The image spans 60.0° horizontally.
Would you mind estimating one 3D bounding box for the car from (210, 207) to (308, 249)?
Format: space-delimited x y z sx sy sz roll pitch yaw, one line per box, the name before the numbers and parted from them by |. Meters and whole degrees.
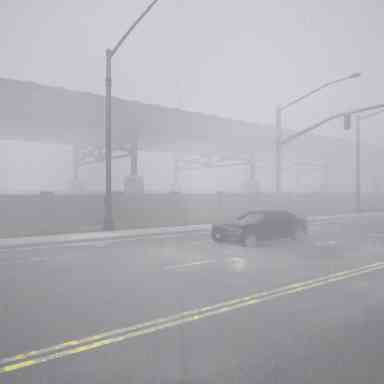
car | 3.076 1.477 14.826 5.008 1.535 1.882 0 0 -36
